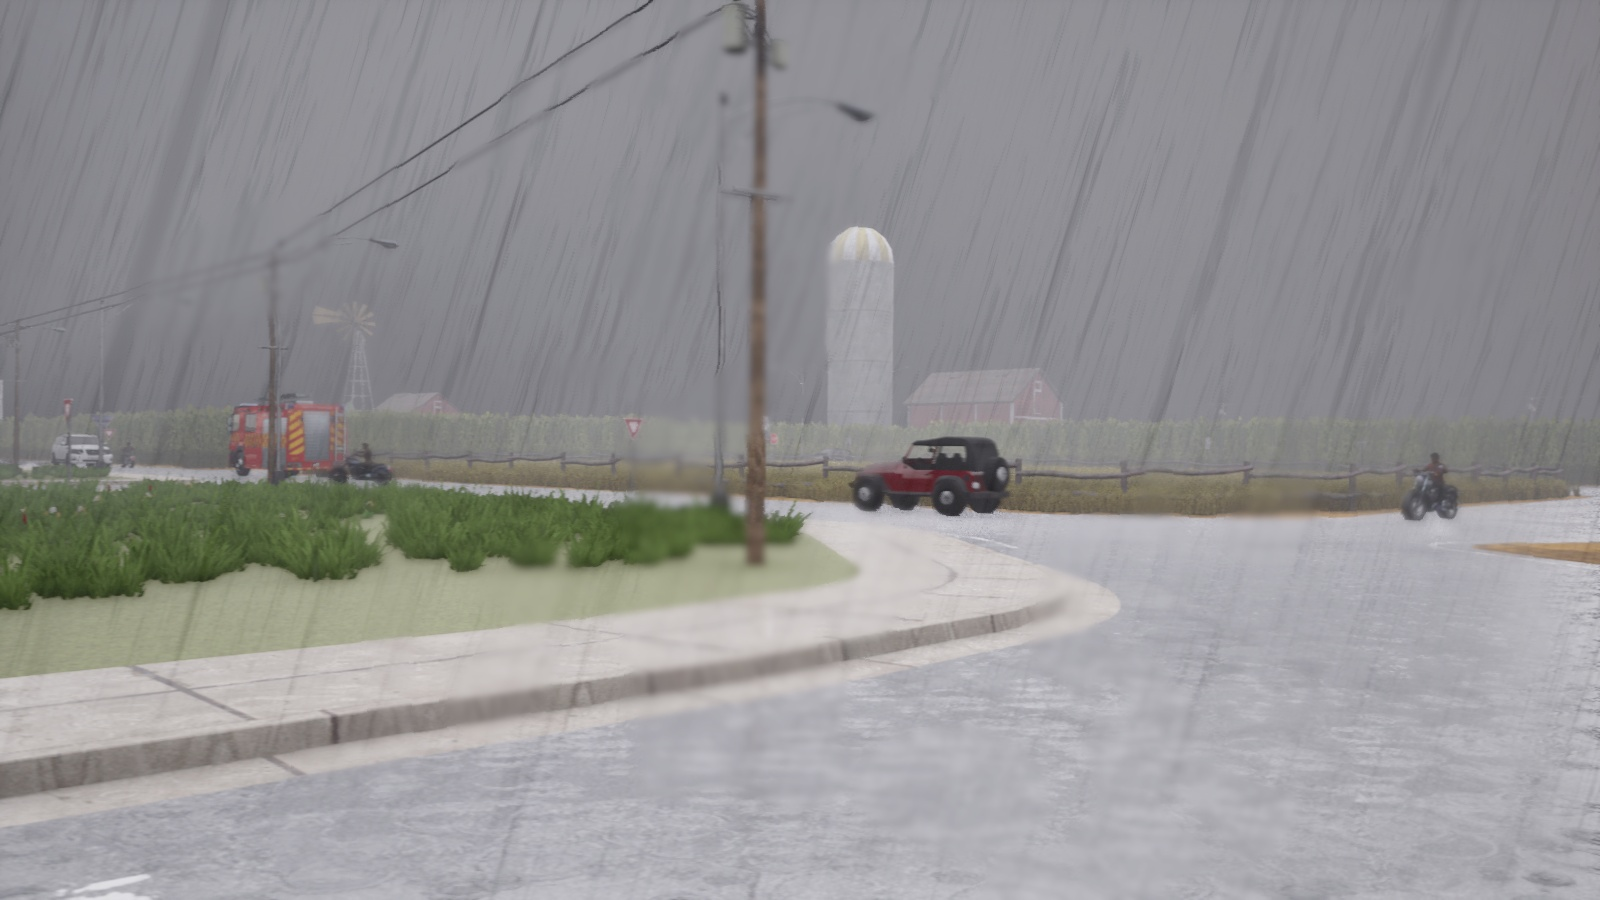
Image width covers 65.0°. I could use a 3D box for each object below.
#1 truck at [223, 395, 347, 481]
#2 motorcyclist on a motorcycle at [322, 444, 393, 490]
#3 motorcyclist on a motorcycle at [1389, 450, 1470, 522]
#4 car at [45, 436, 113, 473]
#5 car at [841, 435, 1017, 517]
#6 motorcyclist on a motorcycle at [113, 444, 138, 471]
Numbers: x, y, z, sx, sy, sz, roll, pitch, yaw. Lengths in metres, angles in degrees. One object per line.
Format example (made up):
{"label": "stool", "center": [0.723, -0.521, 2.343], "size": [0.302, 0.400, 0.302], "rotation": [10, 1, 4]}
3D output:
{"label": "truck", "center": [-24.706, -0.528, 59.993], "size": [2.891, 3.827, 8.468], "rotation": [0, 0, -41]}
{"label": "motorcyclist on a motorcycle", "center": [-16.437, 0.631, 46.650], "size": [2.350, 1.649, 0.766], "rotation": [0, 1, 0]}
{"label": "motorcyclist on a motorcycle", "center": [14.871, 0.828, 29.652], "size": [2.350, 1.649, 0.766], "rotation": [0, 0, -38]}
{"label": "car", "center": [-41.928, 0.250, 72.991], "size": [2.150, 2.045, 5.566], "rotation": [0, 0, -43]}
{"label": "car", "center": [3.120, 0.594, 30.788], "size": [3.866, 1.878, 1.905], "rotation": [0, 0, 39]}
{"label": "motorcyclist on a motorcycle", "center": [-41.988, 0.486, 78.140], "size": [0.766, 1.649, 2.350], "rotation": [0, 0, -43]}
